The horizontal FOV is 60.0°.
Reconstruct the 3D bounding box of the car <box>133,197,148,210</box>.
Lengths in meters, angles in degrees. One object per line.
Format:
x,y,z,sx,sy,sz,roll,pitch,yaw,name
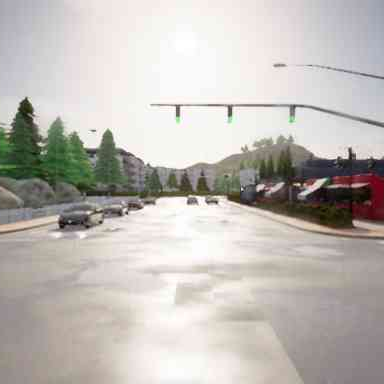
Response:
-7.099,1.529,41.383,1.895,1.301,4.718,0,0,0,car

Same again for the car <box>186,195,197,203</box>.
-0.028,1.335,66.026,2.128,1.511,4.902,0,0,0,car

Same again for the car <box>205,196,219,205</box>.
3.476,1.457,56.470,1.895,1.301,4.718,0,0,0,car

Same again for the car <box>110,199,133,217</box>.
-7.113,1.481,31.084,1.812,1.442,4.674,0,0,0,car

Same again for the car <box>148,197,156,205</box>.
-7.051,1.455,55.273,1.994,1.385,4.181,0,0,0,car

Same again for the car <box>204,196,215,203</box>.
3.473,1.436,65.378,1.895,1.301,4.718,0,0,0,car

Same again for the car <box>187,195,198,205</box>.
0.080,1.429,56.938,1.994,1.385,4.181,0,0,0,car

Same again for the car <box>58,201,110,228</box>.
-7.129,1.484,21.893,1.837,1.490,4.892,0,0,1,car
